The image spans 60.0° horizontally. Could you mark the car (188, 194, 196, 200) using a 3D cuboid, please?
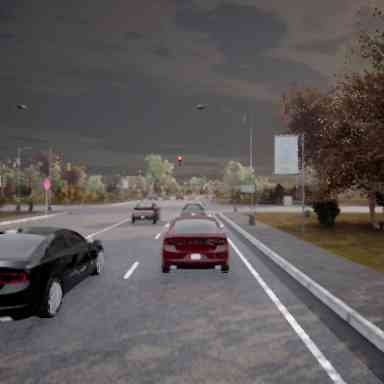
[{"bbox_3d":[-0.030,1.503,95.374,2.097,1.767,4.553,0,0,0],"label":"car"}]

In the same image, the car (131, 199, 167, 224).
[{"bbox_3d":[-3.409,1.534,25.457,2.128,1.511,4.902,0,0,0],"label":"car"}]

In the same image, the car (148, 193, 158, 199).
[{"bbox_3d":[-10.531,1.372,89.781,2.150,2.045,5.566,0,0,0],"label":"car"}]

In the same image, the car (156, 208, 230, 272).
[{"bbox_3d":[0.097,1.496,10.921,1.882,1.535,5.008,0,0,0],"label":"car"}]

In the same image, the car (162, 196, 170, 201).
[{"bbox_3d":[-7.031,1.699,89.802,1.994,1.385,4.181,0,0,0],"label":"car"}]

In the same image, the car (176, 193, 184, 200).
[{"bbox_3d":[-3.530,1.373,95.433,2.150,2.045,5.566,0,0,0],"label":"car"}]

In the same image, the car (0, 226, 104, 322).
[{"bbox_3d":[-3.403,1.490,7.409,1.882,1.535,5.008,0,0,0],"label":"car"}]

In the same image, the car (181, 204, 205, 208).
[{"bbox_3d":[0.092,1.607,26.208,1.994,1.385,4.181,0,0,0],"label":"car"}]
